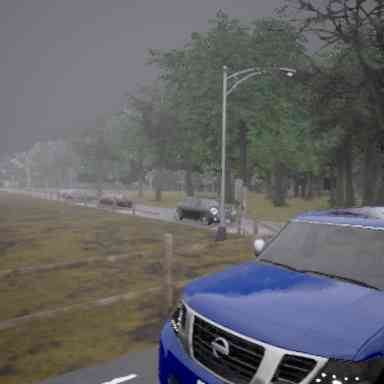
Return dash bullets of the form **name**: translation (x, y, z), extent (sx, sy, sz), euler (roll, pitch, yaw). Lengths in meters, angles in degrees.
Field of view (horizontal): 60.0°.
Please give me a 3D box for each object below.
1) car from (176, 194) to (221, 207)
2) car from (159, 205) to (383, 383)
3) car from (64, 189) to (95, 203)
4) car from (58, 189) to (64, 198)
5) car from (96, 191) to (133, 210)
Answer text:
- **car**: translation (0.839, 1.075, 21.300), extent (2.097, 1.767, 4.553), euler (1, 1, -35)
- **car**: translation (2.272, 1.254, 4.330), extent (5.566, 2.045, 2.150), euler (1, 0, -40)
- **car**: translation (-14.662, 0.439, 43.190), extent (2.097, 1.767, 4.553), euler (1, 1, -35)
- **car**: translation (-22.235, 0.209, 58.886), extent (1.837, 1.490, 4.892), euler (1, 1, -35)
- **car**: translation (-7.560, 0.857, 33.133), extent (1.882, 1.535, 5.008), euler (1, 1, -35)
